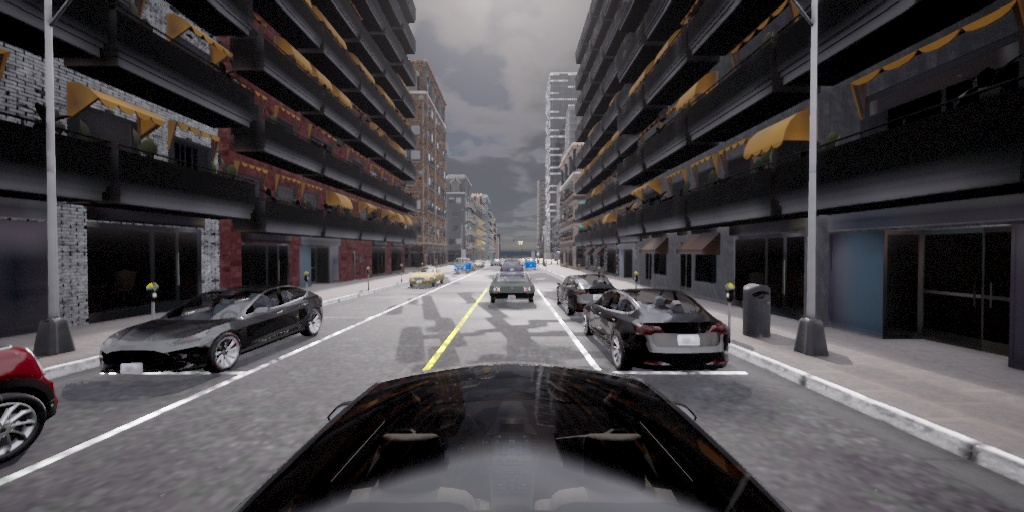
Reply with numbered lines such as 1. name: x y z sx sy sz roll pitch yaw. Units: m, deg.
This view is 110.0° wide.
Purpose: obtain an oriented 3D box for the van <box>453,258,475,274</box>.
1. van: -5.692 1.083 41.533 1.690 1.789 3.998 0 0 0

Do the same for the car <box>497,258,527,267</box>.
1. car: 0.000 1.110 31.474 2.097 1.767 4.553 0 0 0

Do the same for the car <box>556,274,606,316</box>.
1. car: 2.689 1.310 13.180 1.948 1.339 4.313 0 0 0

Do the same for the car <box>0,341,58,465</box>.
1. car: -5.692 1.186 1.886 1.967 1.591 4.097 0 0 0

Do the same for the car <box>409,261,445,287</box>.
1. car: -5.691 1.268 24.371 1.751 1.417 4.829 0 0 0

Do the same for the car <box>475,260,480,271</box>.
1. car: -5.692 1.293 47.196 2.007 1.370 4.403 0 0 0

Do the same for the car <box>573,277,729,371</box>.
1. car: 2.689 1.311 7.516 1.948 1.339 4.313 0 0 0

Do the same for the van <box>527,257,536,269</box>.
1. van: 2.689 1.084 52.825 1.690 1.789 3.998 0 0 0

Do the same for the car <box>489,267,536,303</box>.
1. car: 0.000 1.361 16.532 1.895 1.301 4.718 0 0 0

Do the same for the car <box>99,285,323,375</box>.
1. car: -5.692 1.311 7.549 1.948 1.339 4.313 0 0 0

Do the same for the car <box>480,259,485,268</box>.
1. car: -5.691 1.270 58.354 1.751 1.417 4.829 0 0 0
